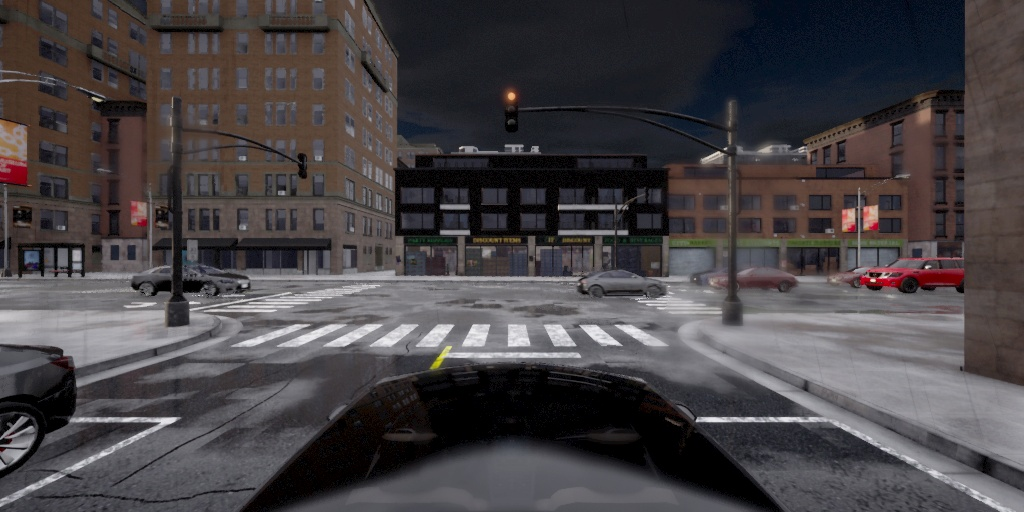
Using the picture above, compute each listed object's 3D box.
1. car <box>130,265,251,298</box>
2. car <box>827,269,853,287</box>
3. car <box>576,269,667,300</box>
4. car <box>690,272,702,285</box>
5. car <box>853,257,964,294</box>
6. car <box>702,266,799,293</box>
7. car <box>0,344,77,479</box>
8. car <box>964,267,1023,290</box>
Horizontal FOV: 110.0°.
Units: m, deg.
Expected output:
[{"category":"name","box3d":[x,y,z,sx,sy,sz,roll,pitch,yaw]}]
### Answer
[{"category":"car","box3d":[-15.460,1.174,17.422,4.902,1.511,2.128,0,0,0]},{"category":"car","box3d":[24.158,1.407,24.326,4.674,1.442,1.812,0,0,0]},{"category":"car","box3d":[5.273,1.347,17.534,4.181,1.385,1.994,0,0,0]},{"category":"car","box3d":[14.396,1.394,24.285,4.181,1.385,1.994,0,0,0]},{"category":"car","box3d":[23.991,1.102,21.071,5.566,2.045,2.150,0,0,0]},{"category":"car","box3d":[14.097,1.354,21.032,4.674,1.442,1.812,0,0,1]},{"category":"car","box3d":[-5.387,1.316,1.927,1.948,1.339,4.313,0,0,0]},{"category":"car","box3d":[34.111,1.498,24.385,4.181,1.385,1.994,0,0,0]}]
